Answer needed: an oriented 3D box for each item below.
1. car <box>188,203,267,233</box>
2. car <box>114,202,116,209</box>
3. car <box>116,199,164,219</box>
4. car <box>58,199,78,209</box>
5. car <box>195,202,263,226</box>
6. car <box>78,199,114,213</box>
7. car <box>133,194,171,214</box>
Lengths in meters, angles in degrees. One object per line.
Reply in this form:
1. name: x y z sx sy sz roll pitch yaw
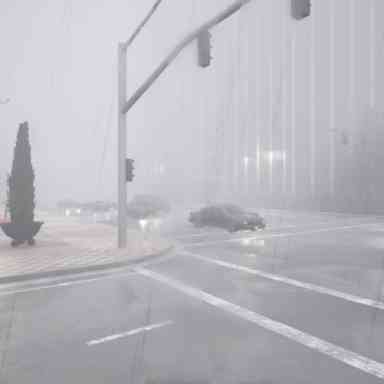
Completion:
1. car: 1.877 1.548 19.918 2.033 1.411 5.357 0 0 -36
2. car: -11.377 1.601 44.235 1.895 1.301 4.718 0 0 -36
3. car: -4.558 1.563 28.791 1.994 1.385 4.181 0 0 -36
4. car: -17.244 1.601 46.418 1.895 1.301 4.718 0 0 -35
5. car: 2.595 1.548 24.869 2.033 1.411 5.357 0 0 -36
6. car: -10.962 1.601 37.662 1.895 1.301 4.718 0 0 -36
7. car: -4.351 1.220 34.482 2.150 2.045 5.566 0 0 -36
